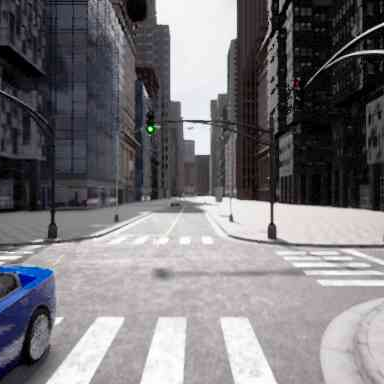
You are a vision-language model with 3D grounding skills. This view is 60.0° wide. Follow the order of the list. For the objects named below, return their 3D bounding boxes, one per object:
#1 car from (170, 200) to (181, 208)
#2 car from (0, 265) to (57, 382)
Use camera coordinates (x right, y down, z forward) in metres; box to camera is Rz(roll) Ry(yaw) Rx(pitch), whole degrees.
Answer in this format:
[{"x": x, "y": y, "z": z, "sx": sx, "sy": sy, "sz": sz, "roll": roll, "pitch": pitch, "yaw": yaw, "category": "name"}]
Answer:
[{"x": -2.932, "y": 2.145, "z": 59.776, "sx": 1.895, "sy": 1.301, "sz": 4.718, "roll": 0, "pitch": -1, "yaw": 0, "category": "car"}, {"x": -2.995, "y": 1.529, "z": 3.073, "sx": 1.882, "sy": 1.535, "sz": 5.008, "roll": 0, "pitch": -1, "yaw": 0, "category": "car"}]
